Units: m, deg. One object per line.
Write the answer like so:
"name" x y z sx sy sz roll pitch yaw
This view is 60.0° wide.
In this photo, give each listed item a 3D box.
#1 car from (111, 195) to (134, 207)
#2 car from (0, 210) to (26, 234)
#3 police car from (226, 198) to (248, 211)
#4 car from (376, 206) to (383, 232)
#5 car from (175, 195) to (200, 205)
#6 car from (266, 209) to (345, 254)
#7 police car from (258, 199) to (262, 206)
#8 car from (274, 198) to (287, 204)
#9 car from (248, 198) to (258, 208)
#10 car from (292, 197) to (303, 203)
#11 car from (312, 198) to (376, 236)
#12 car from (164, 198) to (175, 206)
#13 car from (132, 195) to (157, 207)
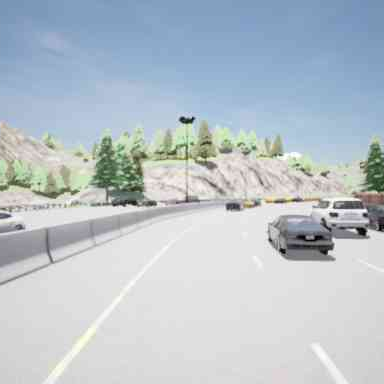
"car" -11.460 1.525 56.443 2.150 2.045 5.566 0 0 19
"car" -9.704 1.587 15.511 1.812 1.442 4.674 0 0 6
"police car" 5.928 1.725 45.421 1.930 1.638 5.238 0 0 17
"car" 12.408 1.681 21.578 1.837 1.490 4.892 0 0 9
"car" -0.441 1.560 56.124 2.150 2.045 5.566 0 0 20
"car" 4.357 1.650 14.070 2.033 1.411 5.357 0 0 6
"police car" 11.278 1.833 60.047 1.930 1.638 5.238 0 0 23
"car" 20.249 2.018 75.962 1.994 1.385 4.181 0 0 30
"car" 9.129 1.823 54.700 1.801 1.575 5.366 0 0 21
"car" 28.089 2.090 88.289 1.837 1.490 4.892 0 0 35
"car" 8.598 1.374 19.885 2.150 2.045 5.566 0 0 8
"car" -3.245 1.872 58.511 1.812 1.442 4.674 0 0 21
"car" -7.665 1.810 56.598 2.128 1.511 4.902 0 0 20
